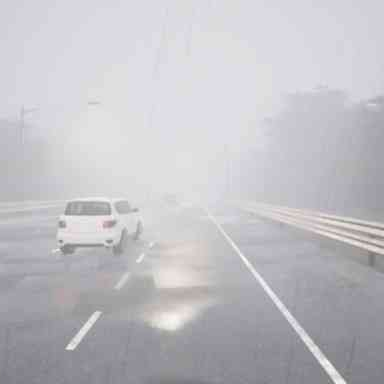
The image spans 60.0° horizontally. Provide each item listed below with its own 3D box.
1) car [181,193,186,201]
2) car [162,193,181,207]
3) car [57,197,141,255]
[{"bbox_3d":[-3.188,1.530,81.301,1.994,1.385,4.181,0,0,0],"label":"car"},{"bbox_3d":[-3.371,1.225,52.171,2.150,2.045,5.566,0,0,0],"label":"car"},{"bbox_3d":[-3.495,1.224,13.479,2.150,2.045,5.566,0,0,0],"label":"car"}]
